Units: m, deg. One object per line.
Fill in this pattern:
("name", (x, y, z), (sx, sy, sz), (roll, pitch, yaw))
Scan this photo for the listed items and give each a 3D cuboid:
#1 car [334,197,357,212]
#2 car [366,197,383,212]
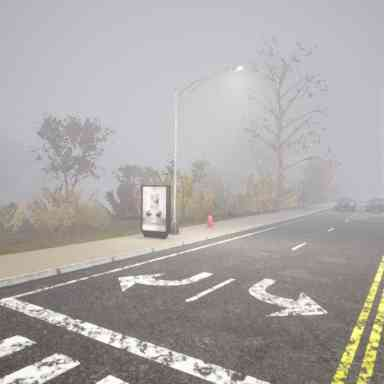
("car", (18.466, 1.389, 39.926), (2.097, 1.767, 4.553), (0, 0, 30))
("car", (21.280, 1.392, 38.300), (2.097, 1.767, 4.553), (0, 0, 30))
